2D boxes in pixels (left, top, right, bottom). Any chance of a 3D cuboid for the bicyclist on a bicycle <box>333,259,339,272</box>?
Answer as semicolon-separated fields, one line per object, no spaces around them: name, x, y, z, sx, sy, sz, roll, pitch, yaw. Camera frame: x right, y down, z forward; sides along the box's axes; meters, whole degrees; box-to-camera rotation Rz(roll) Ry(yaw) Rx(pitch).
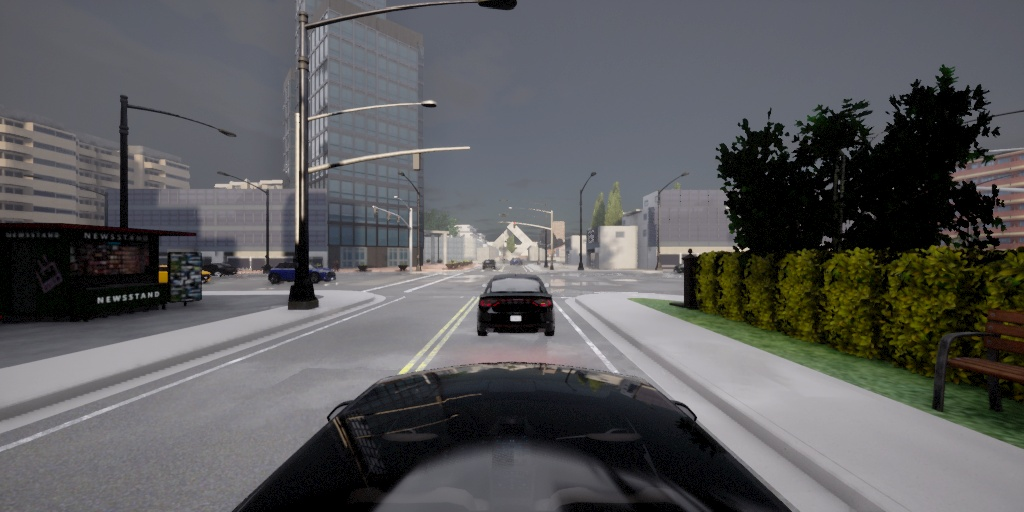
bicyclist on a bicycle;-21.823;1.216;44.450;0.582;1.620;1.656;-1;0;0

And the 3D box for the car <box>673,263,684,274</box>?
car;19.988;1.057;38.837;4.553;1.767;2.097;0;0;0

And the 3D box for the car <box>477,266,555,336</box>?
car;0.109;1.228;10.391;1.882;1.535;5.008;0;0;1

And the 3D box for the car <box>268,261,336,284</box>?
car;-16.286;1.209;27.994;4.553;1.767;2.097;-1;0;0

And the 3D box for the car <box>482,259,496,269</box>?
car;-3.380;1.227;54.173;1.882;1.535;5.008;0;0;0

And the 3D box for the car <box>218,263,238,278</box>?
car;-32.391;1.567;38.631;4.892;1.490;1.837;-1;0;0

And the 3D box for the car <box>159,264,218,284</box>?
car;-26.398;1.454;27.957;5.008;1.535;1.882;-1;0;0
